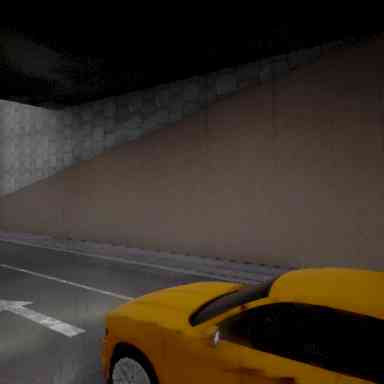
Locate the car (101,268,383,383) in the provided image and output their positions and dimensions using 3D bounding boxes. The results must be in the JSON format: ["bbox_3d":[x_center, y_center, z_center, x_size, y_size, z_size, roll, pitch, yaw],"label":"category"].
[{"bbox_3d":[1.264,1.478,3.007,5.008,1.535,1.882,0,0,36],"label":"car"}]
